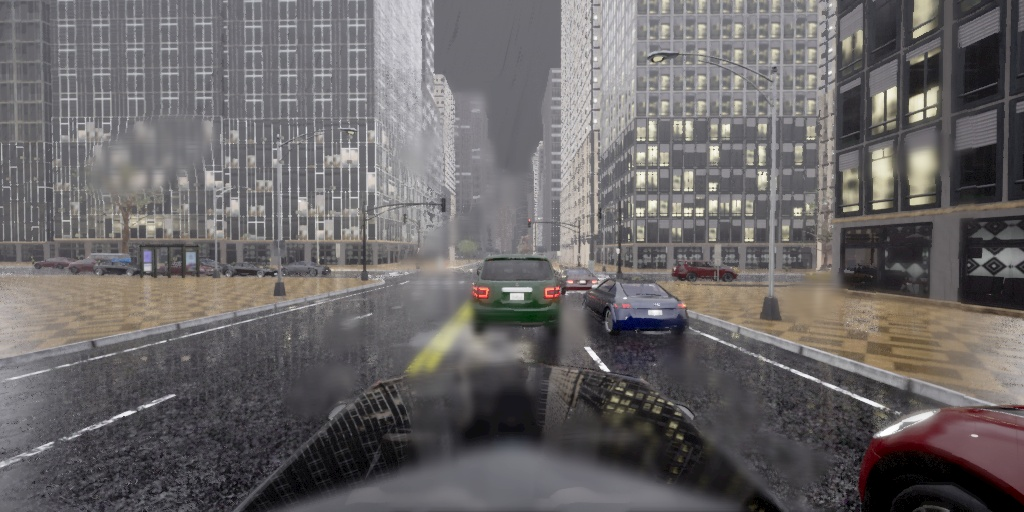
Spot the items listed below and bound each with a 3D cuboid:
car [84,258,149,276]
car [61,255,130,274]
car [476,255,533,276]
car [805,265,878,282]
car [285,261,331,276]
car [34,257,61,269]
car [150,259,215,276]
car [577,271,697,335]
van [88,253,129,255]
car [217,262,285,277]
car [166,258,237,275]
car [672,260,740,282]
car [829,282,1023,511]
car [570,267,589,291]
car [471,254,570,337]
[{"bbox_3d":[-34.037,1.068,31.466,4.313,1.339,1.948,0,0,1],"label":"car"},{"bbox_3d":[-39.442,0.936,34.224,4.674,1.442,1.812,1,1,2],"label":"car"},{"bbox_3d":[-0.724,0.929,36.601,5.566,2.045,2.150,0,1,1],"label":"car"},{"bbox_3d":[27.698,1.577,30.313,4.829,1.417,1.751,0,0,1],"label":"car"},{"bbox_3d":[-19.401,1.156,33.771,4.181,1.385,1.994,1,1,1],"label":"car"},{"bbox_3d":[-50.893,0.791,40.275,4.207,1.307,1.802,0,0,1],"label":"car"},{"bbox_3d":[-28.357,1.137,31.282,4.207,1.307,1.802,0,0,1],"label":"car"},{"bbox_3d":[3.374,1.309,10.498,1.994,1.385,4.181,0,0,-1],"label":"car"},{"bbox_3d":[-45.211,0.603,40.149,3.998,1.789,1.690,0,0,1],"label":"van"},{"bbox_3d":[-22.673,1.172,31.137,4.313,1.339,1.948,0,0,1],"label":"car"},{"bbox_3d":[-29.370,0.993,33.993,4.902,1.511,2.128,1,1,1],"label":"car"},{"bbox_3d":[16.251,1.268,30.533,5.009,1.841,2.192,0,0,1],"label":"car"},{"bbox_3d":[3.344,1.103,0.454,2.097,1.767,4.553,0,0,0],"label":"car"},{"bbox_3d":[3.388,1.287,19.740,2.033,1.411,5.357,0,0,0],"label":"car"},{"bbox_3d":[0.117,0.967,10.405,2.150,2.045,5.566,0,0,0],"label":"car"}]
